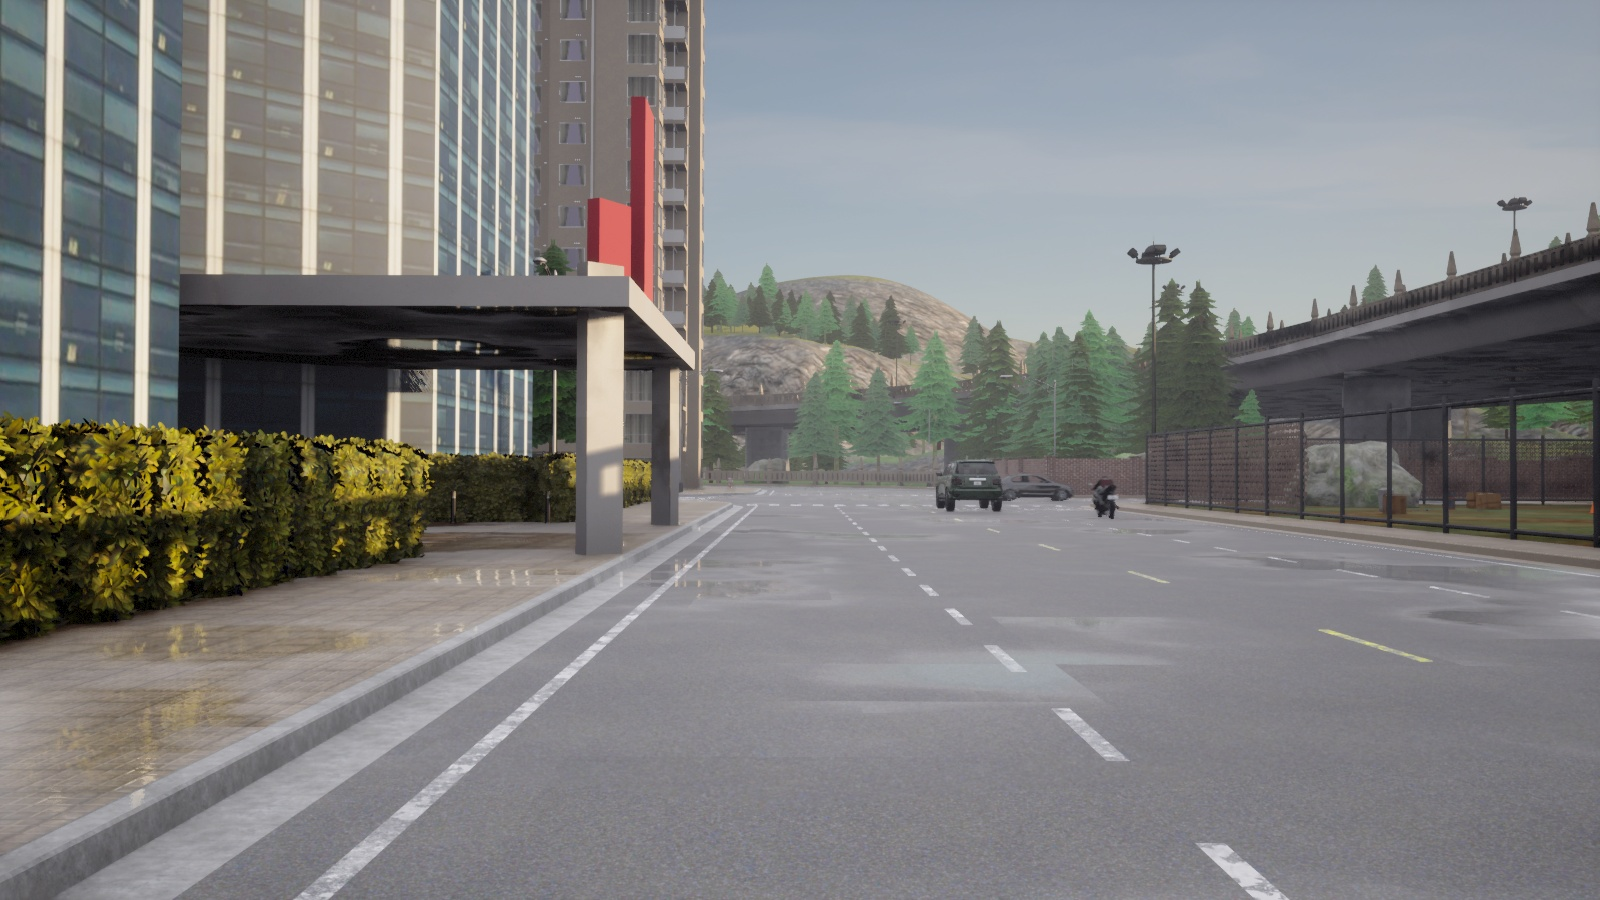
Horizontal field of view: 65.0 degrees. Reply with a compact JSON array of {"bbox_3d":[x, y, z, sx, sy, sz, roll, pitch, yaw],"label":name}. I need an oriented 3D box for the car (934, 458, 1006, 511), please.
[{"bbox_3d":[6.863,1.363,51.157,2.150,2.045,5.566,0,-1,0],"label":"car"}]

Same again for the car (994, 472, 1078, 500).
[{"bbox_3d":[12.766,1.946,68.060,4.193,1.474,1.816,0,-1,0],"label":"car"}]

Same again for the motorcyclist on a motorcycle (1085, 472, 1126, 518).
[{"bbox_3d":[10.386,1.525,42.781,0.866,1.530,2.191,0,-1,0],"label":"motorcyclist on a motorcycle"}]
